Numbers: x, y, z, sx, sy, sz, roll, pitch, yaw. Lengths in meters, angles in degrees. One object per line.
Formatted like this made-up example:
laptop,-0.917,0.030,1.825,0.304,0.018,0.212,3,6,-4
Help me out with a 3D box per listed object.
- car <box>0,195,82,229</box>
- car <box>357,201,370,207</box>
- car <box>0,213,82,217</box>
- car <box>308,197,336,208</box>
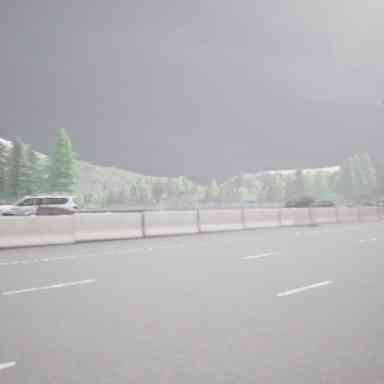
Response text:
car,-10.493,1.248,22.303,5.566,2.045,2.150,1,0,-35
car,24.062,1.978,46.866,5.357,1.411,2.033,1,-1,-35
car,-8.705,1.551,19.278,4.674,1.442,1.812,1,0,-35
car,18.570,1.872,47.275,4.892,1.490,1.837,1,-1,-35
